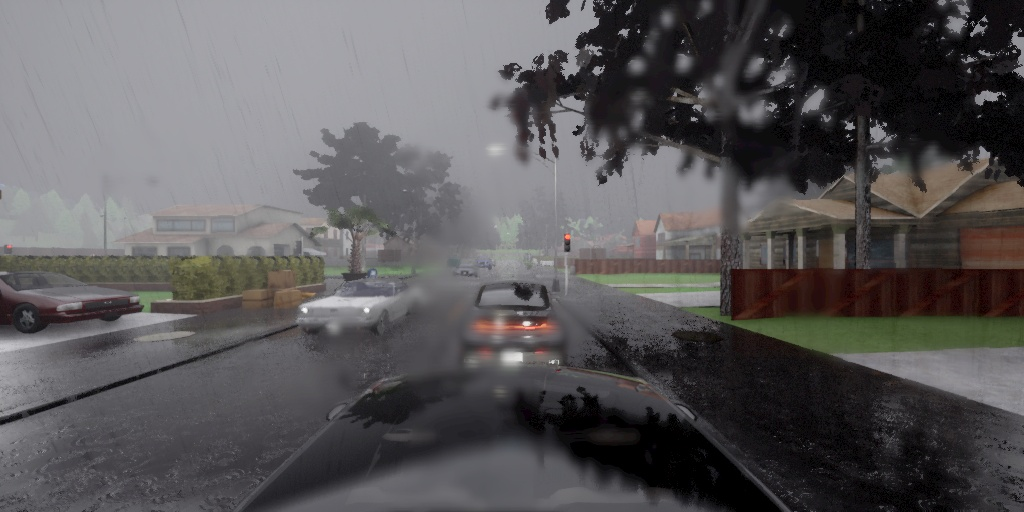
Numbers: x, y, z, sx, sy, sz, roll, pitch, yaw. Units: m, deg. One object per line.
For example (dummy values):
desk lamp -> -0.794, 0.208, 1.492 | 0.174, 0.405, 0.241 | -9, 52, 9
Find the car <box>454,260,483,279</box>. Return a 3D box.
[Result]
car -> -4.100, 1.314, 32.994 | 1.994, 1.385, 4.181 | 0, 0, 0

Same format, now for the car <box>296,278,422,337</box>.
car -> -4.100, 1.351, 10.479 | 1.895, 1.301, 4.718 | 0, 0, 0

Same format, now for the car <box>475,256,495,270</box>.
car -> -4.096, 0.972, 52.287 | 2.150, 2.045, 5.566 | 0, 0, 0

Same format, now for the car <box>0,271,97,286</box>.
car -> -34.225, 1.241, 26.760 | 4.902, 1.511, 2.128 | 0, 0, 0

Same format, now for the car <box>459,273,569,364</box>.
car -> 0.043, 1.255, 7.686 | 1.837, 1.490, 4.892 | 0, 0, 0
